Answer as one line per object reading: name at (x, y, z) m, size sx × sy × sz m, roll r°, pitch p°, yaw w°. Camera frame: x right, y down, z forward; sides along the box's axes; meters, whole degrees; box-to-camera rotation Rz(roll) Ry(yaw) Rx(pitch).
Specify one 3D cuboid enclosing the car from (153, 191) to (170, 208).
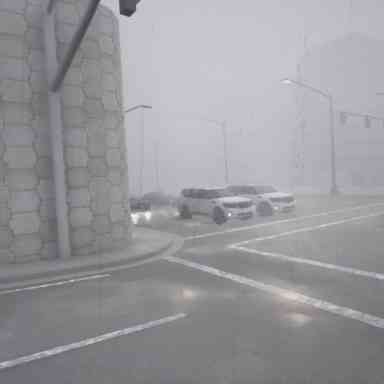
car at (-3.283, 0.700, 32.300) m, size 2.128 × 1.511 × 4.902 m, roll -5°, pitch 3°, yaw -35°

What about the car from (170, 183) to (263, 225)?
car at (1.242, 0.666, 19.811) m, size 2.150 × 2.045 × 5.566 m, roll -5°, pitch 3°, yaw -35°

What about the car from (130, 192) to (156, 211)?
car at (-5.293, 1.006, 29.106) m, size 1.994 × 1.385 × 4.181 m, roll -5°, pitch 3°, yaw -35°

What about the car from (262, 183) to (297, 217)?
car at (4.103, 0.430, 21.848) m, size 2.150 × 2.045 × 5.566 m, roll -5°, pitch 3°, yaw -36°
